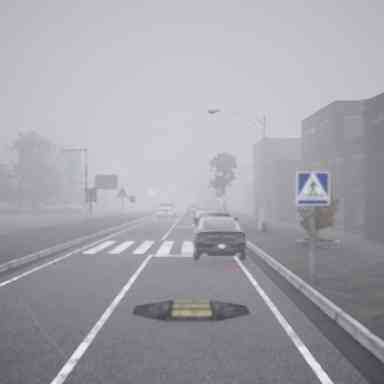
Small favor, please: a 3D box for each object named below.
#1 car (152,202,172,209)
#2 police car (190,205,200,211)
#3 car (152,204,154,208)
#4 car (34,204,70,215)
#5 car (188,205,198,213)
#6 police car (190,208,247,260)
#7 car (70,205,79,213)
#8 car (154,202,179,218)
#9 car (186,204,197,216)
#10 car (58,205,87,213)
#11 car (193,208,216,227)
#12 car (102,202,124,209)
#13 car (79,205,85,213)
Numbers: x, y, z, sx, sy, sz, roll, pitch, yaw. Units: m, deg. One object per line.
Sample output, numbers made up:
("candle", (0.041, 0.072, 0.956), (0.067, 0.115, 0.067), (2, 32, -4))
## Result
("car", (-8.589, 3.774, 94.796), (5.566, 2.045, 2.435), (0, -2, 0))
("police car", (1.019, 1.943, 23.623), (1.930, 1.638, 5.238), (0, -2, 0))
("car", (-8.566, 3.934, 91.988), (4.892, 1.521, 2.231), (0, -2, 0))
("car", (-21.818, 2.786, 51.110), (4.674, 1.452, 2.002), (0, -2, 0))
("car", (0.184, 3.244, 65.075), (2.033, 1.411, 5.357), (0, -2, 0))
("police car", (0.993, 1.664, 13.617), (1.930, 1.638, 5.238), (0, -1, 0))
("car", (-21.802, 2.841, 54.386), (4.892, 1.521, 2.231), (0, -2, 0))
("car", (-3.230, 2.303, 43.307), (2.150, 2.045, 5.566), (0, -2, 0))
("car", (0.134, 2.623, 50.098), (2.097, 1.767, 4.553), (0, -2, 0))
("car", (-21.778, 3.063, 60.804), (4.674, 1.452, 2.002), (0, -2, 0))
("car", (1.038, 2.213, 29.513), (1.812, 1.442, 4.674), (0, -2, 0))
("car", (-21.657, 3.844, 89.279), (5.008, 1.535, 2.097), (0, -2, 0))
("car", (-21.800, 2.933, 57.658), (5.008, 1.535, 2.097), (0, -2, 0))
